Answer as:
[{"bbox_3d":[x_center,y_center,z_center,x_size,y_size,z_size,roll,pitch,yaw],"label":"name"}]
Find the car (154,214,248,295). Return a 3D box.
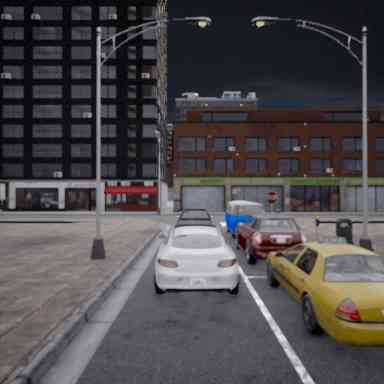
[{"bbox_3d":[0.077,1.545,8.637,1.812,1.442,4.674,0,0,-1],"label":"car"}]

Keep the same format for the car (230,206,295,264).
[{"bbox_3d":[2.660,1.467,11.824,1.967,1.590,4.097,0,0,0],"label":"car"}]

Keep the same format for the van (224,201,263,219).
[{"bbox_3d":[2.669,1.381,17.299,1.690,1.788,3.998,0,0,0],"label":"van"}]

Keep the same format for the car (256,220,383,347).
[{"bbox_3d":[2.651,1.539,6.520,1.752,1.417,4.829,0,0,0],"label":"car"}]

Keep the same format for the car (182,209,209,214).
[{"bbox_3d":[0.163,1.588,17.578,2.033,1.411,5.357,0,0,1],"label":"car"}]

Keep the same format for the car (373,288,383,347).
[{"bbox_3d":[2.641,1.567,0.876,1.947,1.339,4.313,0,0,0],"label":"car"}]
